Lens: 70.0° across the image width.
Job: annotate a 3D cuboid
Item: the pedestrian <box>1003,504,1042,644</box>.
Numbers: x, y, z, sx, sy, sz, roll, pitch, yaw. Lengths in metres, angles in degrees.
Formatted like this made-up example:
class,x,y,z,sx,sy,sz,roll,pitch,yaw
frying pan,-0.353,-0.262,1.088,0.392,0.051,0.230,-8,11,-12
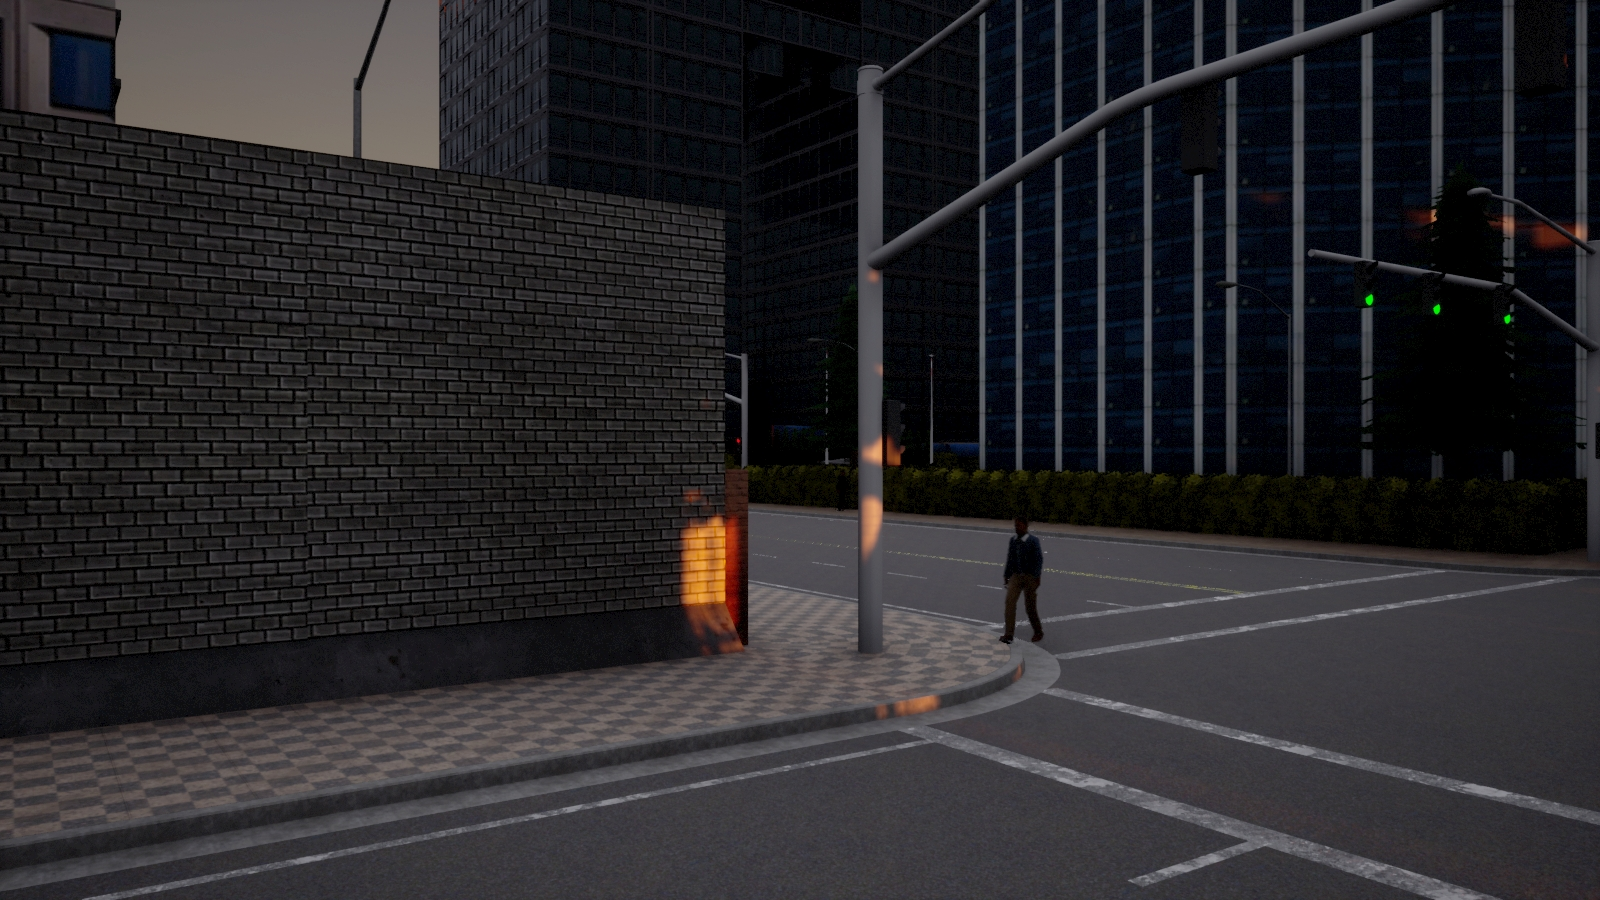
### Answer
class,x,y,z,sx,sy,sz,roll,pitch,yaw
pedestrian,3.067,1.693,15.743,0.375,1.860,0.375,0,0,-44

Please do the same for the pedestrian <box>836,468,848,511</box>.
class,x,y,z,sx,sy,sz,roll,pitch,yaw
pedestrian,1.811,1.698,49.336,0.375,1.860,0.375,0,0,-32

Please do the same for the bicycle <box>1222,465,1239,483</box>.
class,x,y,z,sx,sy,sz,roll,pitch,yaw
bicycle,36.691,2.060,97.416,1.835,1.471,0.329,0,0,-35
